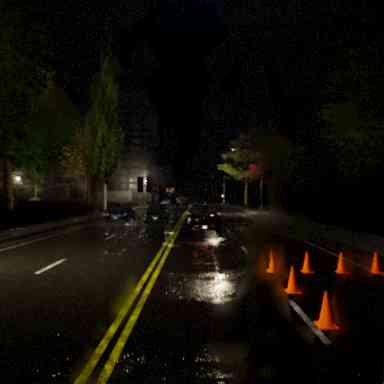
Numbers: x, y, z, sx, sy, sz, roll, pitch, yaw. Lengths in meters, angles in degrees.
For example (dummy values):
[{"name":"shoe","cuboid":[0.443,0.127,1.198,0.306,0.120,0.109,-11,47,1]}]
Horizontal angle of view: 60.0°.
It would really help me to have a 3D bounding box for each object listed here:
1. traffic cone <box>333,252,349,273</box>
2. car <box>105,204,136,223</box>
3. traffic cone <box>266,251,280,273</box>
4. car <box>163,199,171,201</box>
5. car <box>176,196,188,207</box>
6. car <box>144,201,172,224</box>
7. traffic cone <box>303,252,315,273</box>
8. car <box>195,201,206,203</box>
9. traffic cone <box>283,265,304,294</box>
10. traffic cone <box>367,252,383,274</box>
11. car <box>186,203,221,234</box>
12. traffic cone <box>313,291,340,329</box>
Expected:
[{"name":"traffic cone","cuboid":[4.357,2.042,9.711,0.340,0.580,0.340,0,0,1]},{"name":"car","cuboid":[-5.888,1.740,27.939,1.812,1.442,4.674,0,-1,1]},{"name":"traffic cone","cuboid":[2.358,2.035,9.736,0.340,0.580,0.340,0,0,1]},{"name":"car","cuboid":[-5.284,2.148,69.091,1.812,1.442,4.674,0,-1,1]},{"name":"car","cuboid":[-2.049,1.914,67.878,2.150,2.045,5.566,0,-1,1]},{"name":"car","cuboid":[-2.654,1.718,26.607,1.837,1.490,4.892,0,-1,1]},{"name":"traffic cone","cuboid":[3.358,2.038,9.724,0.340,0.580,0.340,0,0,1]},{"name":"car","cuboid":[0.954,1.878,39.495,1.837,1.490,4.892,0,-1,1]},{"name":"traffic cone","cuboid":[2.333,2.020,7.736,0.340,0.580,0.340,0,0,1]},{"name":"traffic cone","cuboid":[5.357,2.046,9.699,0.340,0.580,0.340,0,0,1]},{"name":"car","cuboid":[0.719,1.667,20.251,1.837,1.490,4.892,0,-1,1]},{"name":"traffic cone","cuboid":[2.309,2.006,5.736,0.340,0.580,0.340,0,0,1]}]
